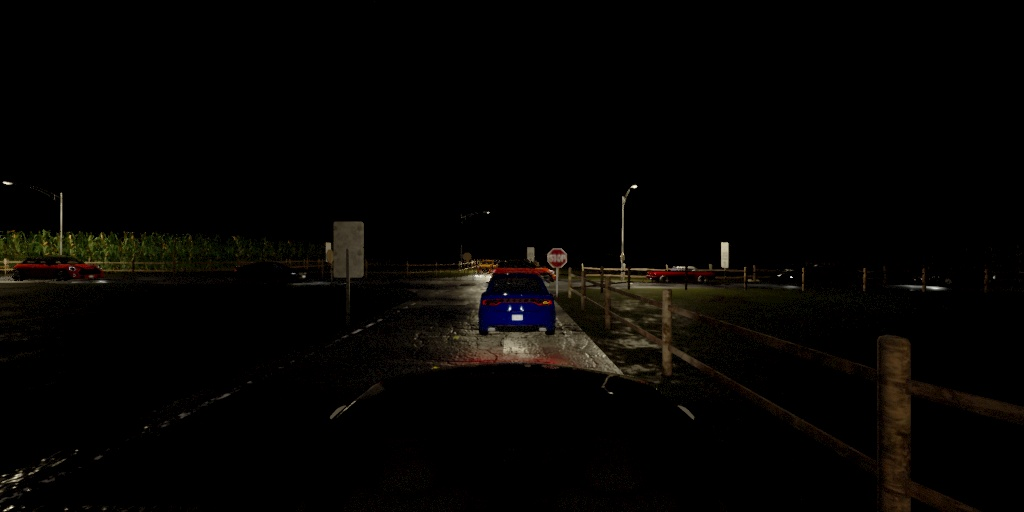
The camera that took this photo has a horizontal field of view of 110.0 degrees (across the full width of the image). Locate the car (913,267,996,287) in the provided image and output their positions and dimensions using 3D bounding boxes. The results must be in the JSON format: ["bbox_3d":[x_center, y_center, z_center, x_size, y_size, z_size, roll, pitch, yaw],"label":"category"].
[{"bbox_3d":[34.065,1.554,27.653,4.892,1.490,1.837,0,0,1],"label":"car"}]

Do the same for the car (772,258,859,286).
[{"bbox_3d":[23.480,1.175,27.790,5.566,2.045,2.150,1,0,0],"label":"car"}]

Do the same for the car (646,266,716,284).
[{"bbox_3d":[12.990,1.463,27.888,4.718,1.301,1.895,0,0,0],"label":"car"}]

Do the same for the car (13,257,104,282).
[{"bbox_3d":[-32.141,0.862,25.512,4.553,1.767,2.097,1,0,1],"label":"car"}]

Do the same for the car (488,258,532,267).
[{"bbox_3d":[0.856,1.100,25.113,4.553,1.767,2.097,0,0,1],"label":"car"}]

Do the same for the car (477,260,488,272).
[{"bbox_3d":[-2.787,1.223,40.990,1.882,1.535,5.008,0,0,1],"label":"car"}]

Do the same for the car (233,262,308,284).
[{"bbox_3d":[-17.015,1.155,25.322,4.674,1.442,1.812,1,0,1],"label":"car"}]

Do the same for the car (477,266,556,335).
[{"bbox_3d":[0.123,1.227,10.499,1.882,1.535,5.008,0,0,0],"label":"car"}]
